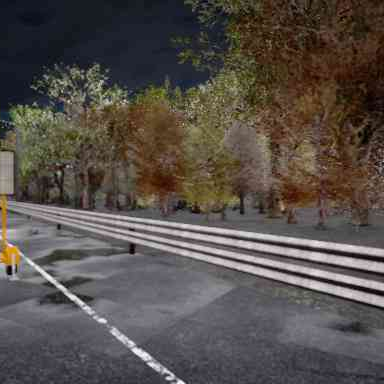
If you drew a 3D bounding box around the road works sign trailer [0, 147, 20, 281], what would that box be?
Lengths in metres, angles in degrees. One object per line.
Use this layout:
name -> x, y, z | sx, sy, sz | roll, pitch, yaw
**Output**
road works sign trailer -> -6.233, 0.514, 9.189 | 2.380, 3.560, 2.880 | 0, 0, -35
